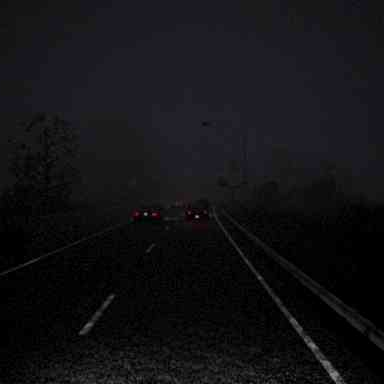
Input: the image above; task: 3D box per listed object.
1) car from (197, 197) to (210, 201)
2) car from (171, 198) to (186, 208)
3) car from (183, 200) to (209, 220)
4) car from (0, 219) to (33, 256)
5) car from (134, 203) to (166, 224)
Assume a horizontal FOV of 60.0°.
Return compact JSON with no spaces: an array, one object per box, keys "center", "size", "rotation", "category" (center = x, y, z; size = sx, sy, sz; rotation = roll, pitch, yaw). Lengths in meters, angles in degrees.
[{"center":[1.578,1.567,48.931],"size":[1.837,1.490,4.892],"rotation":[0,-1,4],"category":"car"},{"center":[-1.950,1.542,48.660],"size":[1.882,1.535,5.008],"rotation":[0,0,4],"category":"car"},{"center":[0.484,1.638,28.166],"size":[1.895,1.301,4.718],"rotation":[0,0,2],"category":"car"},{"center":[-7.048,1.560,10.488],"size":[2.033,1.411,5.357],"rotation":[0,0,0],"category":"car"},{"center":[-3.103,1.580,25.363],"size":[2.033,1.411,5.357],"rotation":[0,0,2],"category":"car"}]
